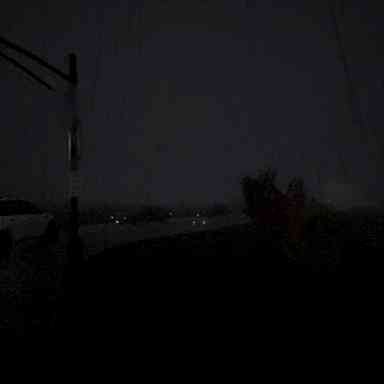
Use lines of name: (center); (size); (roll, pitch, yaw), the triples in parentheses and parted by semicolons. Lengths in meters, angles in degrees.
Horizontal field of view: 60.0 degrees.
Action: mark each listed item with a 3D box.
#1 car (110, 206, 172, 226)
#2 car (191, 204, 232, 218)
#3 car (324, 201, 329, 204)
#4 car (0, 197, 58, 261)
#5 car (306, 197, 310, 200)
car: (-3.792, 1.776, 25.909); (2.033, 1.411, 5.357); (-1, -1, 36)
car: (2.125, 1.892, 34.163); (2.033, 1.411, 5.357); (-1, -1, 36)
car: (22.481, 2.237, 56.423); (1.895, 1.301, 4.718); (-1, -1, 36)
car: (-7.008, 1.221, 12.223); (2.150, 2.045, 5.566); (-2, -1, 2)
car: (16.293, 1.734, 47.694); (2.150, 2.045, 5.566); (-1, -1, 38)
